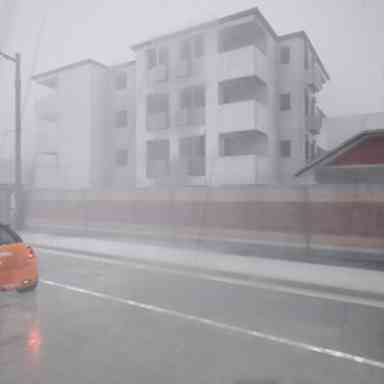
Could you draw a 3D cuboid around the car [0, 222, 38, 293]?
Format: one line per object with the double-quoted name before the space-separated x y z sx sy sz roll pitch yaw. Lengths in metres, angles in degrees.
"car" -5.671 1.422 7.793 4.553 1.767 2.097 0 0 35
